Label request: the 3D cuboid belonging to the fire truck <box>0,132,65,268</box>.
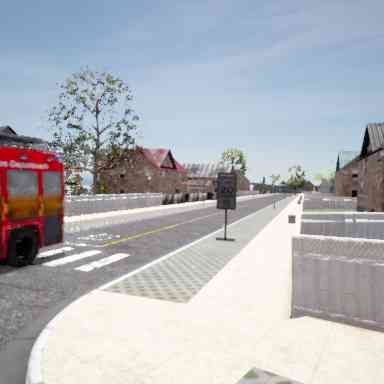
[{"bbox_3d":[-6.882,0.260,7.660,2.891,3.827,8.468,1,2,19],"label":"fire truck"}]
